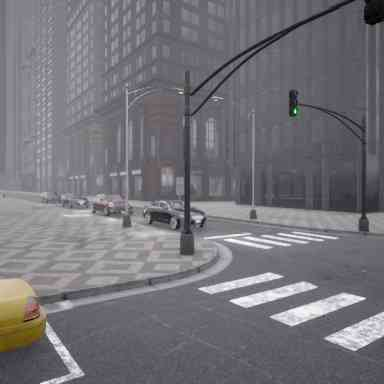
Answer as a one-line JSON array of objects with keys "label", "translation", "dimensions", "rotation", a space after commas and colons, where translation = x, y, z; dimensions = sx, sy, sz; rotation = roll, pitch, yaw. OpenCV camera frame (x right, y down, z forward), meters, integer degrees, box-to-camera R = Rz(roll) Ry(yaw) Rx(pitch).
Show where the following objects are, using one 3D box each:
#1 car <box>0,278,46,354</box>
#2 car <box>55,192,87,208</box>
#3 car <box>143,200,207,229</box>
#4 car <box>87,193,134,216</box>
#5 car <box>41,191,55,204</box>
[{"label": "car", "translation": [-4.259, 1.525, 3.614], "dimensions": [4.829, 1.417, 1.752], "rotation": [0, 0, -35]}, {"label": "car", "translation": [-12.316, 0.854, 34.828], "dimensions": [2.128, 1.511, 4.902], "rotation": [0, 1, -36]}, {"label": "car", "translation": [-1.104, 1.205, 19.218], "dimensions": [2.128, 1.511, 4.902], "rotation": [0, 1, -36]}, {"label": "car", "translation": [-6.435, 0.895, 26.638], "dimensions": [2.097, 1.767, 4.553], "rotation": [0, 1, -35]}, {"label": "car", "translation": [-18.326, 0.688, 43.248], "dimensions": [1.837, 1.490, 4.892], "rotation": [0, 1, -35]}]
